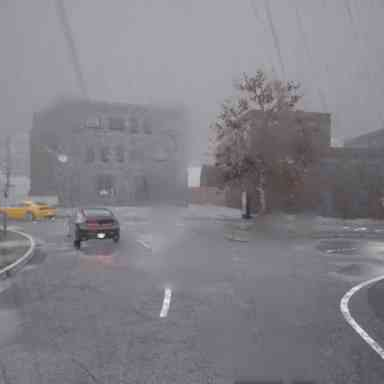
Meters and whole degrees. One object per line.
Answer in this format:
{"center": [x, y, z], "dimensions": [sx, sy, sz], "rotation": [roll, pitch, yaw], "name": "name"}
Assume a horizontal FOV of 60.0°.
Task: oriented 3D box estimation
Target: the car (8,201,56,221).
{"center": [-13.341, 1.485, 26.747], "dimensions": [5.008, 1.535, 1.882], "rotation": [0, -1, 21], "name": "car"}

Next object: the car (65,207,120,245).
{"center": [-4.672, 1.477, 15.444], "dimensions": [1.837, 1.490, 4.892], "rotation": [1, 0, -26], "name": "car"}

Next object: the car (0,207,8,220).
{"center": [-17.015, 1.236, 24.496], "dimensions": [5.566, 2.045, 2.150], "rotation": [-1, 0, 10], "name": "car"}
